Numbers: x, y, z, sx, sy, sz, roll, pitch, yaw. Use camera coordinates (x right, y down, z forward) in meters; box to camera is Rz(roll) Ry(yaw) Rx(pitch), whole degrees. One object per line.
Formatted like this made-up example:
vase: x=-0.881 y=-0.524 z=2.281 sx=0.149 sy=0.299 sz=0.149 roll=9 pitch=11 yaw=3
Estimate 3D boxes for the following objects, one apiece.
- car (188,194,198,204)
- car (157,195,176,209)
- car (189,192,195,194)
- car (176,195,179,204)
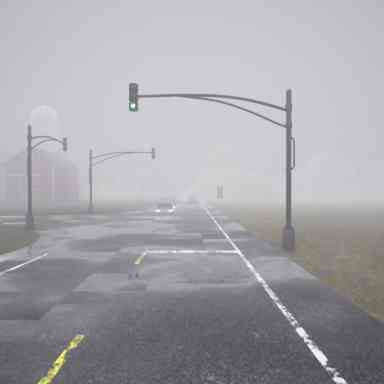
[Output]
car: x=0.127 y=1.512 z=61.075 sx=2.033 sy=1.411 sz=5.357 roll=0 pitch=0 yaw=0
car: x=-3.570 y=1.460 z=45.078 sx=1.882 sy=1.535 sz=5.008 roll=0 pitch=0 yaw=0
car: x=0.061 y=1.143 z=87.379 sx=2.150 sy=2.045 sz=5.566 roll=0 pitch=0 yaw=0
car: x=-3.556 y=1.536 z=54.973 sx=1.994 sy=1.385 sz=4.181 roll=0 pitch=0 yaw=0
